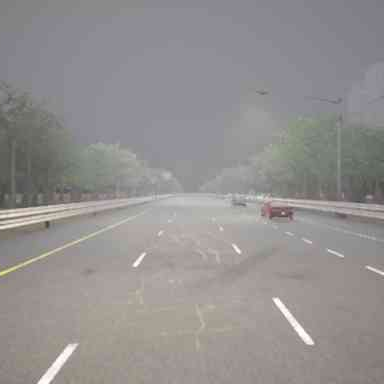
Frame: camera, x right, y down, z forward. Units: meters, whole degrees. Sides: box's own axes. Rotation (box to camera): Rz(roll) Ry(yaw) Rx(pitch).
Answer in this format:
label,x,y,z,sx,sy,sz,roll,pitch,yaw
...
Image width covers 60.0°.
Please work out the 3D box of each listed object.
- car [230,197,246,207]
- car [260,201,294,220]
label,x,y,z,sx,sy,sz,roll,pitch,yaw
car,7.112,1.550,51.491,2.033,1.411,5.357,0,0,0
car,7.048,1.480,28.066,1.882,1.535,5.008,0,0,0
